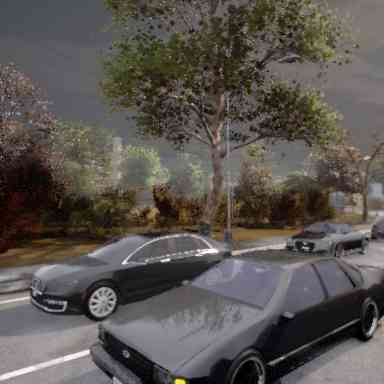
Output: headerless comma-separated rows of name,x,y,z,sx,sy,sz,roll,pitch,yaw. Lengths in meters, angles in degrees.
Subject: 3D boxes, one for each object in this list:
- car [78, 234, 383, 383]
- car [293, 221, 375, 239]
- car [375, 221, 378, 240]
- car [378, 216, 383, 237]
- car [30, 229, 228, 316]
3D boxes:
car,1.286,1.676,5.186,5.357,1.411,2.033,1,-2,-40
car,5.617,1.941,13.679,4.181,1.385,1.994,2,-2,-44
car,12.674,2.165,20.720,1.837,1.490,4.892,-1,-3,42
car,8.909,1.570,11.955,5.566,2.045,2.150,2,-2,-44
car,-1.087,1.692,7.804,4.892,1.490,1.837,1,-2,-40
